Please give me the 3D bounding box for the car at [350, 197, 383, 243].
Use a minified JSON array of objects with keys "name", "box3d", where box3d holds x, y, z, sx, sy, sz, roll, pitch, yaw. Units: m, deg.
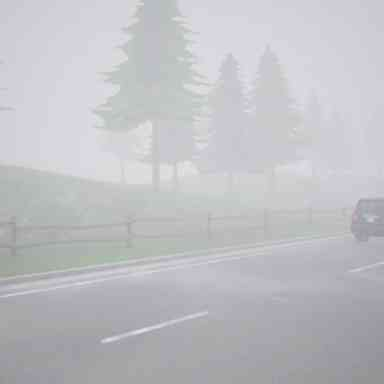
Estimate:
[{"name":"car","box3d":[9.465,1.248,15.239,5.566,2.045,2.150,0,0,-37]}]
